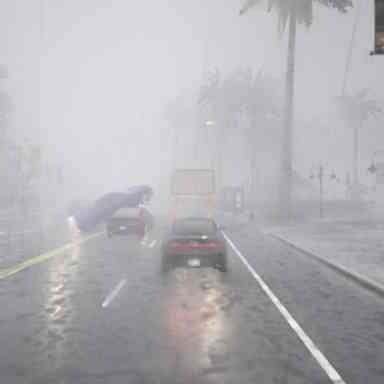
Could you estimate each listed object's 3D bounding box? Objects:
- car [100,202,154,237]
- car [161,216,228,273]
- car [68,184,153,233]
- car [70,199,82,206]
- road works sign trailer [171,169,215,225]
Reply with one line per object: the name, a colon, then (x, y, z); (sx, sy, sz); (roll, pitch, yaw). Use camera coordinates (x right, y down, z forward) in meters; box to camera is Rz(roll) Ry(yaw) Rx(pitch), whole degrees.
car: (-3.285, 1.590, 18.538); (1.882, 1.535, 5.008); (1, 0, 1)
car: (0.070, 1.551, 10.822); (1.837, 1.490, 4.892); (0, 0, 0)
car: (-4.759, 0.717, 20.116); (5.008, 1.535, 1.882); (-32, 22, -25)
car: (-11.641, 1.501, 35.057); (2.097, 1.767, 4.553); (0, 0, -10)
road works sign trailer: (0.042, 0.542, 18.065); (2.380, 3.560, 2.880); (0, 0, -1)
